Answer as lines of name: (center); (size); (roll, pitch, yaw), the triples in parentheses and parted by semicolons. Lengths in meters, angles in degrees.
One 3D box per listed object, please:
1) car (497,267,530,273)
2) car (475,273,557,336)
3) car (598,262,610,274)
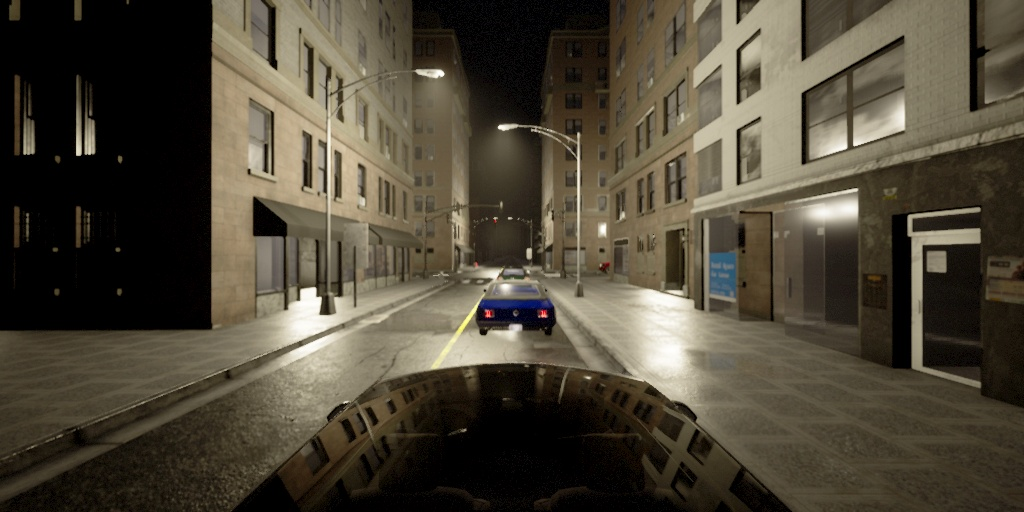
car: (0.081, 1.291, 20.253); (1.994, 1.385, 4.181); (0, 0, 0)
car: (0.094, 1.338, 10.364); (1.895, 1.301, 4.718); (0, 0, 0)
car: (12.232, 1.040, 40.158); (5.009, 1.841, 2.192); (0, 0, 0)
